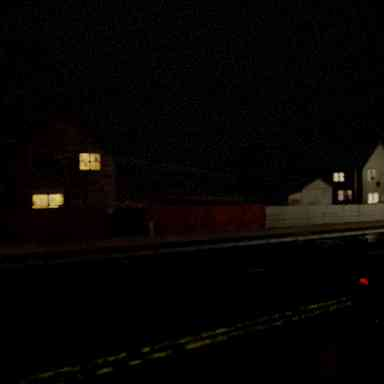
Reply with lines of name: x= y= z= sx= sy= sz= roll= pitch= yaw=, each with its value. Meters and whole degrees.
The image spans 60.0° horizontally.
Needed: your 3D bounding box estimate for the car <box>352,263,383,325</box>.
car: x=4.905 y=1.660 z=6.129 sx=4.181 sy=1.385 sz=1.994 roll=1 pitch=-1 yaw=-31
